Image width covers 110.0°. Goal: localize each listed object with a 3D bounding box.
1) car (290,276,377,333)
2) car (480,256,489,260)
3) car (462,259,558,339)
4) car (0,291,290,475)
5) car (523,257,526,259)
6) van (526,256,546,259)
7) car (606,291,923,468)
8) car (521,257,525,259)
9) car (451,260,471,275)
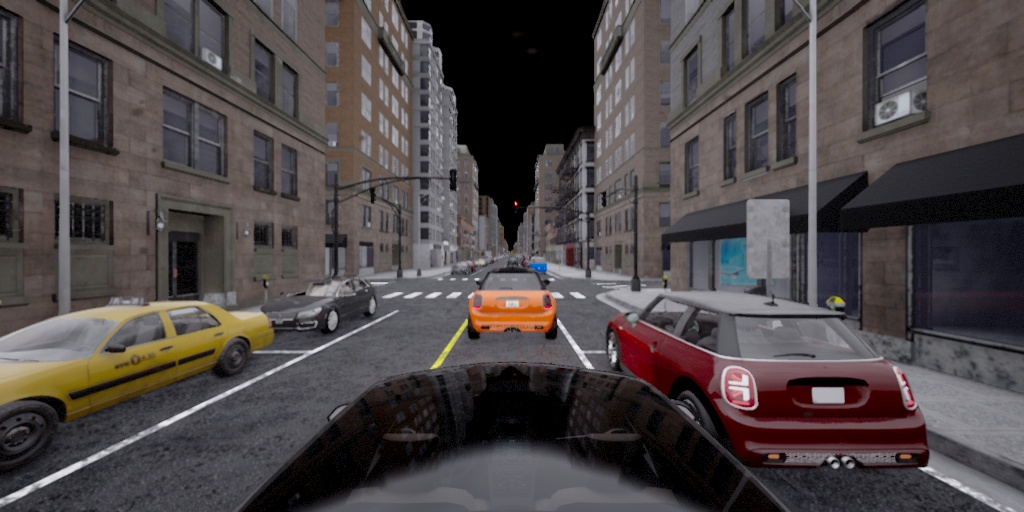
[{"bbox_3d":[-5.372,1.280,10.459,2.007,1.370,4.403,0,0,0],"label":"car"},{"bbox_3d":[-5.280,1.133,60.098,1.751,1.417,4.829,0,0,0],"label":"car"},{"bbox_3d":[0.027,1.082,10.153,2.097,1.767,4.553,0,0,1],"label":"car"},{"bbox_3d":[-5.382,1.268,4.770,1.751,1.417,4.829,0,0,0],"label":"car"},{"bbox_3d":[2.724,1.220,48.897,1.802,1.307,4.207,0,0,0],"label":"car"},{"bbox_3d":[2.704,1.006,37.534,1.690,1.789,3.998,0,0,0],"label":"van"},{"bbox_3d":[2.643,1.182,4.934,1.967,1.591,4.097,0,0,0],"label":"car"},{"bbox_3d":[2.745,1.189,60.260,1.802,1.307,4.207,0,0,0],"label":"car"},{"bbox_3d":[-5.322,1.215,37.540,2.007,1.370,4.403,0,0,0],"label":"car"}]
